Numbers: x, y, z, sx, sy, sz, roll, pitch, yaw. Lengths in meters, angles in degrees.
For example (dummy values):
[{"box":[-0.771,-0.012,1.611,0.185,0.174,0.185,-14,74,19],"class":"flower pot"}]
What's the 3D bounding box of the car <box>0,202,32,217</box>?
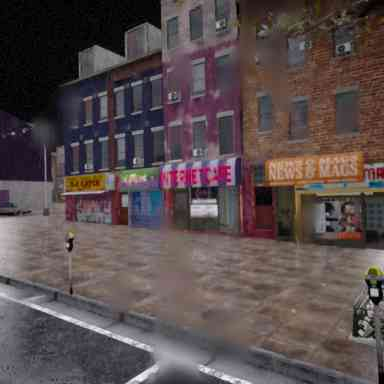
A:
[{"box":[-17.569,1.621,30.227,2.033,1.411,5.357,-2,-1,39],"class":"car"}]
